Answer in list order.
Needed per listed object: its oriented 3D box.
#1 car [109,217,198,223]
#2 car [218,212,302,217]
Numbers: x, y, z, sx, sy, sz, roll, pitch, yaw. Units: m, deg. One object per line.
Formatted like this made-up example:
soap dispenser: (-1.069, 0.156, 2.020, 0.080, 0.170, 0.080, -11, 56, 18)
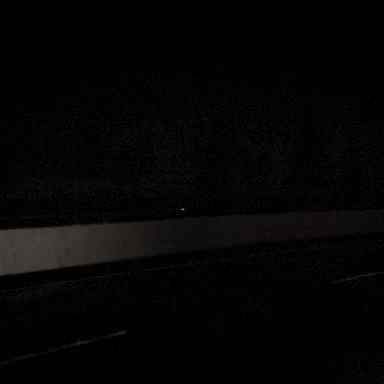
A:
car: (-2.246, 1.472, 18.864, 4.718, 1.301, 1.895, 0, 0, -30)
car: (4.165, 1.387, 18.431, 4.892, 1.490, 1.837, 0, 0, -27)
